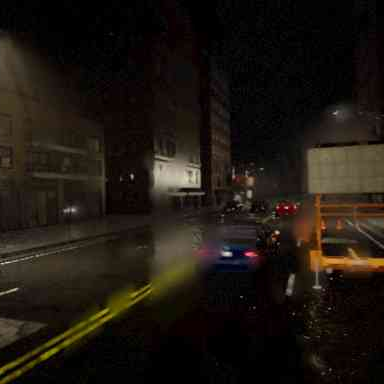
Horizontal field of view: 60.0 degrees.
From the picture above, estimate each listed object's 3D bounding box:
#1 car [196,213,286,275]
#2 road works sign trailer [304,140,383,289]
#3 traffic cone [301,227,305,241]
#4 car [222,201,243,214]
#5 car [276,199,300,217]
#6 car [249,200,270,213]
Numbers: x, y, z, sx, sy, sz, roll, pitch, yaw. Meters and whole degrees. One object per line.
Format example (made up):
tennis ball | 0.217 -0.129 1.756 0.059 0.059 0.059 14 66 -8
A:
car | 1.717 1.636 10.834 2.033 1.411 5.357 -2 -1 19
road works sign trailer | 4.330 0.470 8.860 2.380 3.560 2.880 -2 -1 19
traffic cone | 5.389 2.020 15.904 0.340 0.580 0.340 -2 -1 19
car | 4.937 1.861 40.112 1.837 1.490 4.892 -2 -1 19
car | 9.554 1.521 33.086 2.097 1.767 4.553 -2 -1 19
car | 7.892 1.751 38.728 1.882 1.535 5.008 -2 -1 19
